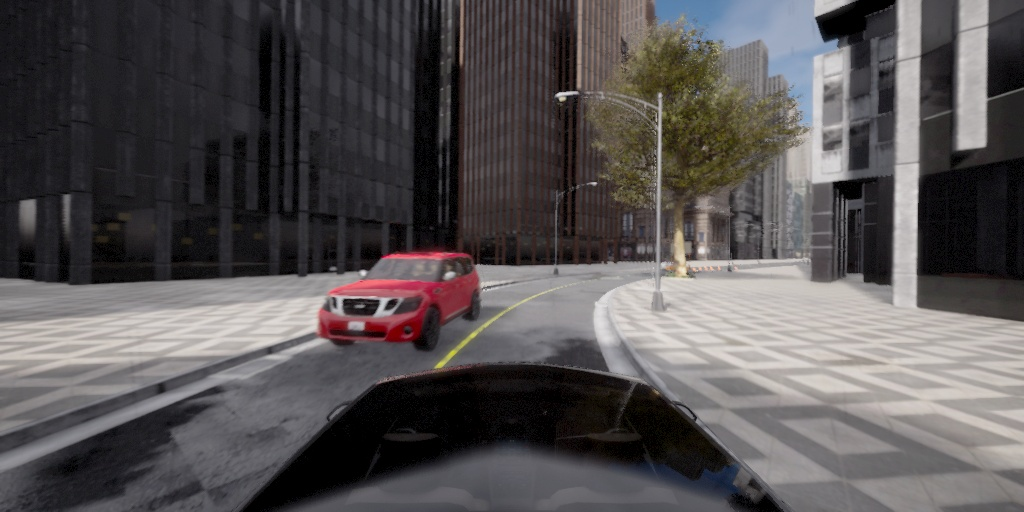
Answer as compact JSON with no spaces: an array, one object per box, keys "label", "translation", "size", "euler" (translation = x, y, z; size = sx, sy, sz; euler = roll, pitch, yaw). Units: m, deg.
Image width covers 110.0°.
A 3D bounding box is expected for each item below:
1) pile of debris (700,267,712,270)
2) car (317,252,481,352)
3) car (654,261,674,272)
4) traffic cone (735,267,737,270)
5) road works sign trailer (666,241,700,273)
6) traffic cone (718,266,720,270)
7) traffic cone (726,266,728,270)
[{"label":"pile of debris","translation":[23.886,1.845,44.428],"size":[1.500,0.140,1.860],"euler":[0,0,-43]},{"label":"car","translation":[-2.370,0.912,9.255],"size":[2.150,2.045,5.566],"euler":[1,0,10]},{"label":"car","translation":[19.684,1.248,44.754],"size":[4.718,1.301,1.895],"euler":[0,1,-42]},{"label":"traffic cone","translation":[29.475,1.652,47.206],"size":[0.340,0.580,0.340],"euler":[0,0,-42]},{"label":"road works sign trailer","translation":[18.717,0.139,39.706],"size":[2.880,3.560,2.380],"euler":[0,0,-42]},{"label":"traffic cone","translation":[28.125,1.632,48.681],"size":[0.340,0.580,0.340],"euler":[0,0,-42]},{"label":"traffic cone","translation":[28.800,1.642,47.944],"size":[0.340,0.580,0.340],"euler":[0,0,-42]}]
